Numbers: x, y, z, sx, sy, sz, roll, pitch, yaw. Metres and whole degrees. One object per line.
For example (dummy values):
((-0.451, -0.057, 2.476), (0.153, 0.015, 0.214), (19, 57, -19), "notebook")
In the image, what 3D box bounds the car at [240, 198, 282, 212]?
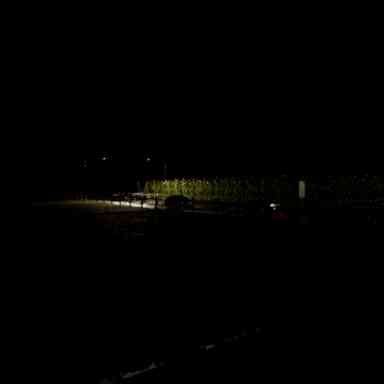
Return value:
((6.767, 1.295, 34.013), (1.895, 1.301, 4.718), (0, 1, -33), "car")

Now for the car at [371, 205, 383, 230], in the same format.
((11.072, 1.341, 16.711), (1.837, 1.490, 4.892), (2, 0, -3), "car")

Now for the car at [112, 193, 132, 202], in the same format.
((-12.691, 1.001, 57.828), (1.837, 1.490, 4.892), (0, 0, -32), "car")

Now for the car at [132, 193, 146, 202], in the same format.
((-10.049, 0.942, 60.428), (2.128, 1.511, 4.902), (0, 1, -32), "car")

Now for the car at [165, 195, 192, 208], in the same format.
((-1.579, 1.138, 40.095), (1.837, 1.490, 4.892), (0, 1, -33), "car")
